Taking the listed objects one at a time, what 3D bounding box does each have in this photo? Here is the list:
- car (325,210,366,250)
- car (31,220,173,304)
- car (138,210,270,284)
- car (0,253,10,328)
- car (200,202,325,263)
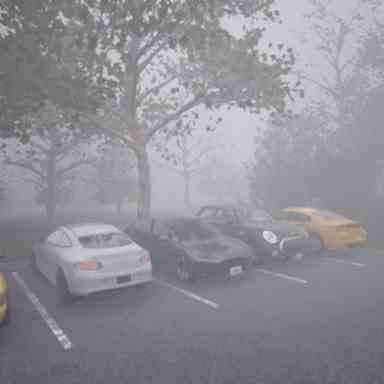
[{"bbox_3d":[4.035,1.344,12.937,2.097,1.535,5.008,-1,1,-36],"label":"car"},{"bbox_3d":[-2.628,1.488,8.182,2.002,1.452,4.674,-1,1,-36],"label":"car"},{"bbox_3d":[-0.359,1.443,9.770,2.163,1.488,4.792,-1,1,-36],"label":"car"},{"bbox_3d":[-4.777,1.480,6.423,1.946,1.575,5.366,-1,1,-36],"label":"car"},{"bbox_3d":[1.757,1.254,11.356,2.185,1.767,4.553,-1,1,-36],"label":"car"}]
